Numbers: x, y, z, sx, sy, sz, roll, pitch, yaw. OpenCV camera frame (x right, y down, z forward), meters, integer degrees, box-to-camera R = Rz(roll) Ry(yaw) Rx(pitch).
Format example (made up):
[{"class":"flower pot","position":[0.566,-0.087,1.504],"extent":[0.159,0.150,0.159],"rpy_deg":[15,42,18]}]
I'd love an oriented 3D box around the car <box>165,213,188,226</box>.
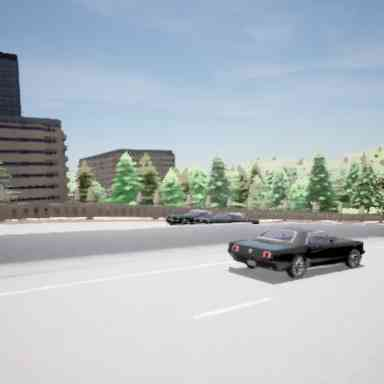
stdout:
[{"class":"car","position":[0.316,2.058,25.713],"extent":[4.718,1.301,1.895],"rpy_deg":[4,-2,-35]}]

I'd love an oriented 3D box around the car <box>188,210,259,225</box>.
[{"class":"car","position":[2.370,2.060,22.879],"extent":[4.718,1.301,1.895],"rpy_deg":[4,-2,-35]}]

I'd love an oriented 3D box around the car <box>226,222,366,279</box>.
[{"class":"car","position":[3.477,1.763,10.527],"extent":[4.718,1.301,1.895],"rpy_deg":[2,-1,-35]}]
